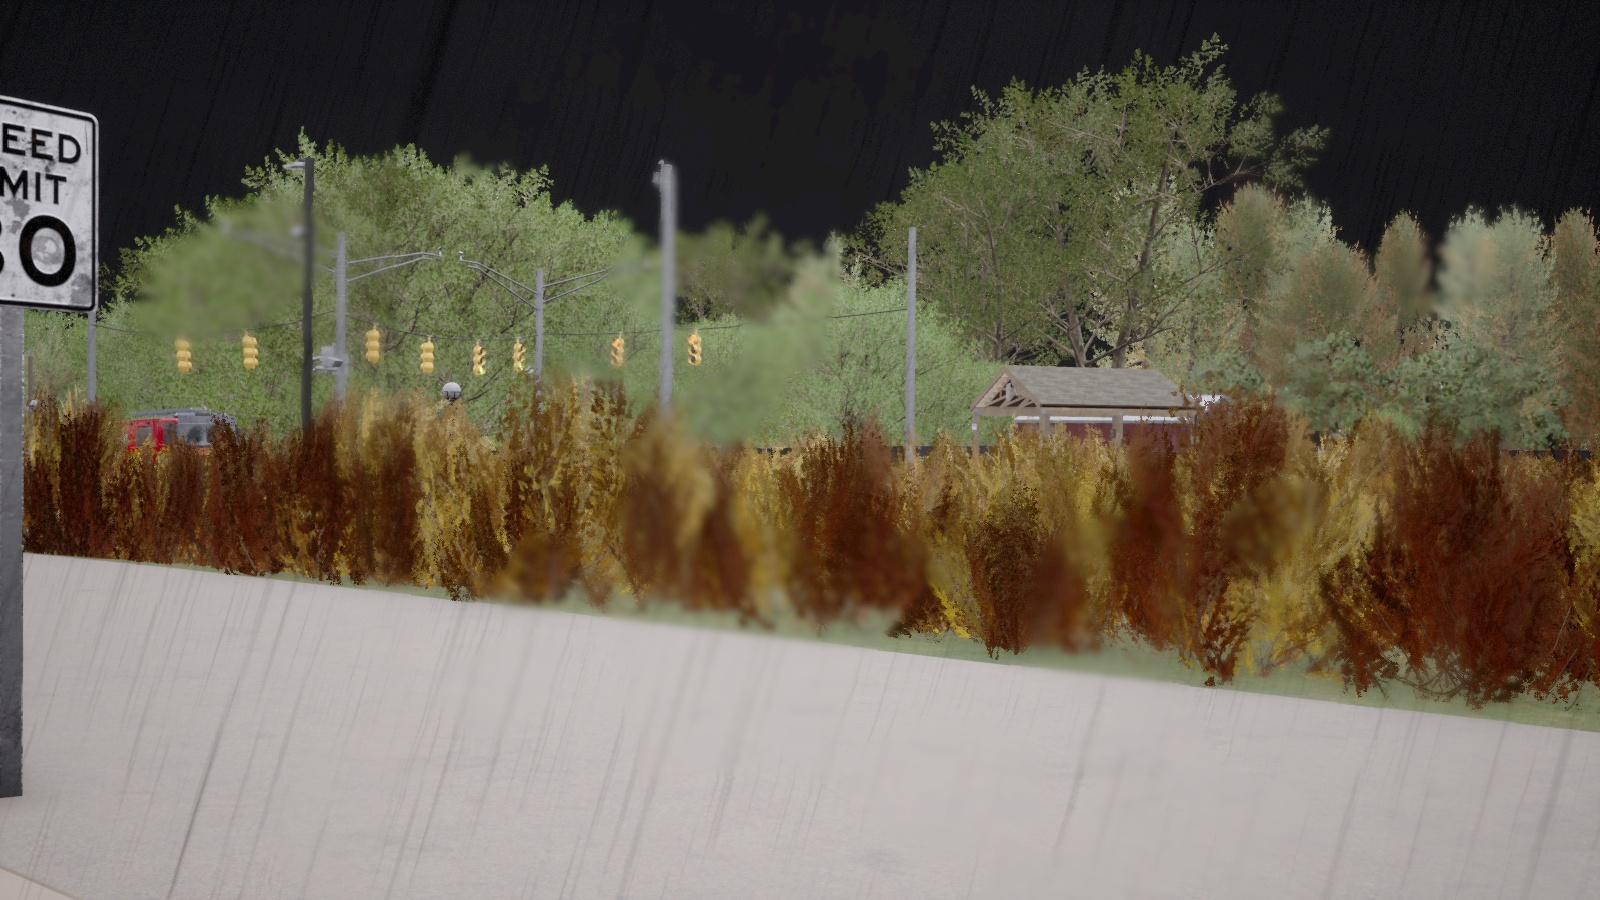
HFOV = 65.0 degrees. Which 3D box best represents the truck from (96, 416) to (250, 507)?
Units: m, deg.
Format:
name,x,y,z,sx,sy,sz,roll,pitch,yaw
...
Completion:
name,x,y,z,sx,sy,sz,roll,pitch,yaw
truck,-28.529,0.576,56.951,8.468,3.827,2.891,-2,0,39
